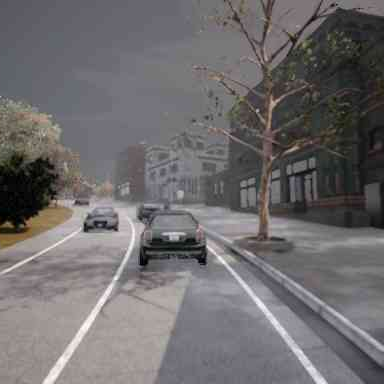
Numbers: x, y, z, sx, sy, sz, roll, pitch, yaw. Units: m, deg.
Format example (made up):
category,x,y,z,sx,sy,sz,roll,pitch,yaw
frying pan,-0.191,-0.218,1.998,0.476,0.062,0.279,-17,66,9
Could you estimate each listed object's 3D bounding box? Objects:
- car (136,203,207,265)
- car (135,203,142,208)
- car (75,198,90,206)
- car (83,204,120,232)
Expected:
category,x,y,z,sx,sy,sz,roll,pitch,yaw
car,-0.759,1.420,12.117,2.097,1.767,4.553,0,0,-6
car,-3.863,1.698,29.280,1.837,1.490,4.892,1,-1,-14
car,-19.276,1.718,58.465,2.033,1.411,5.357,3,-1,-28
car,-5.452,1.645,20.461,1.994,1.385,4.181,1,0,-11
